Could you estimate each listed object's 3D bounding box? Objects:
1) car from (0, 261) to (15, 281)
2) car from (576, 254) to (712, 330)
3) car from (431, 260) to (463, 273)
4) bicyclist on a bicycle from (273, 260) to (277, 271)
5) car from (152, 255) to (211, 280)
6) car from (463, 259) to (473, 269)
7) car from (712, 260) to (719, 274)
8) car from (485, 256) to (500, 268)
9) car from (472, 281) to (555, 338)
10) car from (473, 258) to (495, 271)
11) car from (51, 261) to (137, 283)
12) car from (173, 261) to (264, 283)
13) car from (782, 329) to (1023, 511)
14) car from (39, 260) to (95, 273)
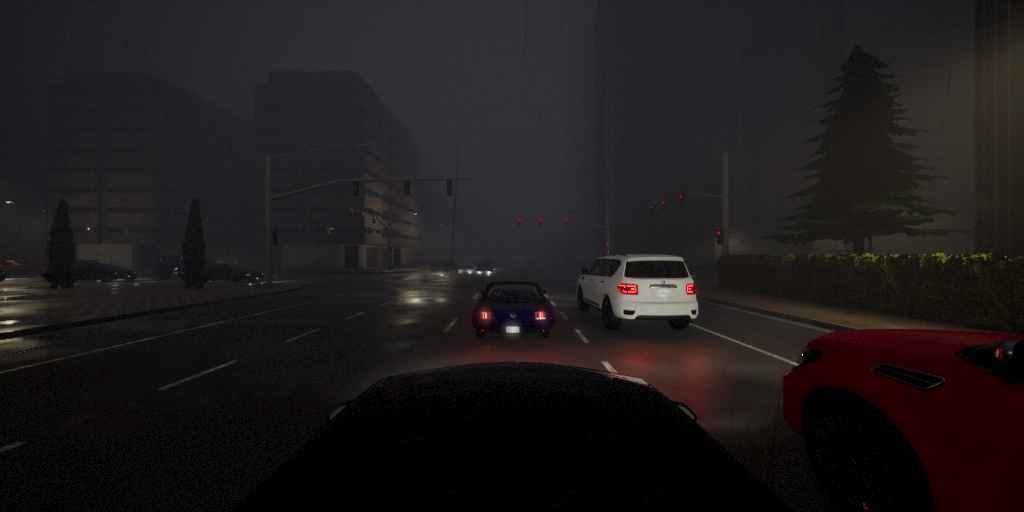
[{"bbox_3d":[-41.844,1.276,27.486,4.674,1.442,1.812,0,0,1],"label":"car"},{"bbox_3d":[3.574,0.971,11.321,2.150,2.045,5.566,0,0,-2],"label":"car"},{"bbox_3d":[-8.051,1.227,43.409,1.882,1.535,5.008,1,0,14],"label":"car"},{"bbox_3d":[-28.698,1.051,42.856,0.582,1.620,1.656,0,0,0],"label":"bicyclist on a bicycle"},{"bbox_3d":[-27.503,0.972,30.863,5.566,2.045,2.150,0,0,0],"label":"car"},{"bbox_3d":[-7.175,1.351,56.539,1.895,1.301,4.718,0,0,0],"label":"car"},{"bbox_3d":[20.821,1.228,37.652,5.008,1.535,1.882,0,0,1],"label":"car"},{"bbox_3d":[-3.666,0.970,60.545,2.150,2.045,5.566,0,0,0],"label":"car"},{"bbox_3d":[0.044,1.351,10.192,1.895,1.301,4.718,0,0,0],"label":"car"},{"bbox_3d":[-3.665,1.314,47.886,1.994,1.385,4.181,0,0,0],"label":"car"},{"bbox_3d":[-31.591,1.276,27.399,4.674,1.442,1.812,0,0,1],"label":"car"},{"bbox_3d":[-22.007,1.297,27.292,5.357,1.411,2.033,0,0,1],"label":"car"},{"bbox_3d":[3.601,0.971,0.960,2.150,2.045,5.566,0,0,0],"label":"car"},{"bbox_3d":[-36.972,1.102,30.947,4.553,1.767,2.097,0,0,1],"label":"car"}]
